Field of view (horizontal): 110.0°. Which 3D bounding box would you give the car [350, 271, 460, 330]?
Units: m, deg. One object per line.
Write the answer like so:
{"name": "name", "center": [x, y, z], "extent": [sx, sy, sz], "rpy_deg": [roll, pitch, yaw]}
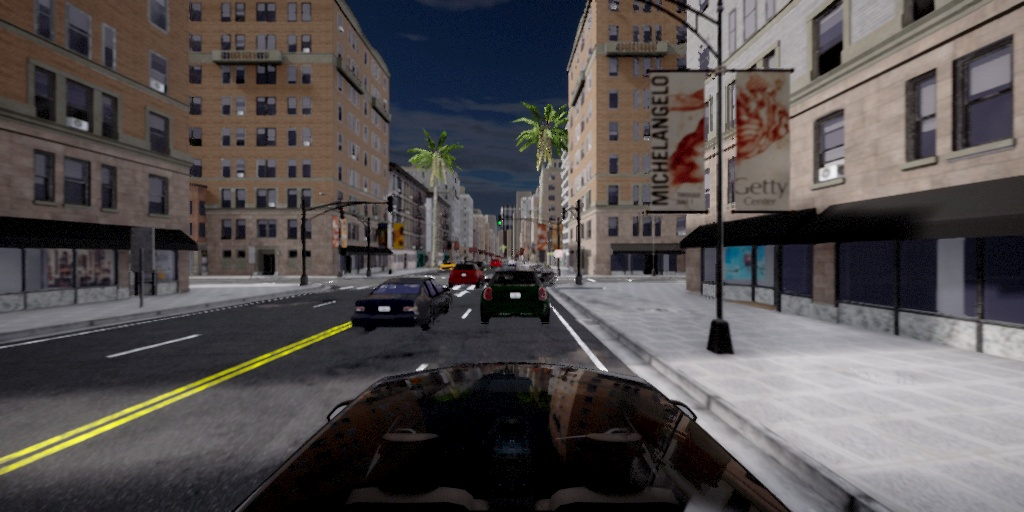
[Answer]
{"name": "car", "center": [-3.152, 1.364, 11.328], "extent": [2.033, 1.411, 5.357], "rpy_deg": [0, 0, 0]}

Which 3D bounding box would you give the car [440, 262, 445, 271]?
{"name": "car", "center": [-9.816, 1.624, 55.257], "extent": [1.882, 1.535, 5.008], "rpy_deg": [0, -1, 0]}

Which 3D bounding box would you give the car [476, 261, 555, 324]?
{"name": "car", "center": [0.099, 1.176, 12.484], "extent": [2.097, 1.767, 4.553], "rpy_deg": [0, 0, 0]}

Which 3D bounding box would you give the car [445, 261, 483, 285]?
{"name": "car", "center": [-3.152, 1.284, 25.554], "extent": [2.097, 1.767, 4.553], "rpy_deg": [0, -1, 0]}
